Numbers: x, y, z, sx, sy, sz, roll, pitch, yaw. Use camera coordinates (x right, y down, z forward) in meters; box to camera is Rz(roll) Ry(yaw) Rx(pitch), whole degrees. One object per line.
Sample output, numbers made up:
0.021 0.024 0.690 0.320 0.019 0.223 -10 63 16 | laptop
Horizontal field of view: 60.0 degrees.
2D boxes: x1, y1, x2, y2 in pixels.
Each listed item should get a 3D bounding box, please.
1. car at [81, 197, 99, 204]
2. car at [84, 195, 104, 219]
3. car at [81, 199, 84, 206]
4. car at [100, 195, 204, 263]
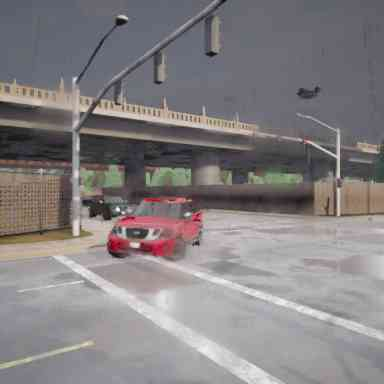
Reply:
-19.747 1.616 64.291 1.994 1.385 4.181 0 0 -36 | car
-6.886 1.277 27.967 2.150 2.045 5.566 0 0 -36 | car
-16.096 1.405 53.185 2.097 1.767 4.553 0 0 -36 | car
-1.012 1.239 12.615 2.150 2.045 5.566 2 0 14 | car
